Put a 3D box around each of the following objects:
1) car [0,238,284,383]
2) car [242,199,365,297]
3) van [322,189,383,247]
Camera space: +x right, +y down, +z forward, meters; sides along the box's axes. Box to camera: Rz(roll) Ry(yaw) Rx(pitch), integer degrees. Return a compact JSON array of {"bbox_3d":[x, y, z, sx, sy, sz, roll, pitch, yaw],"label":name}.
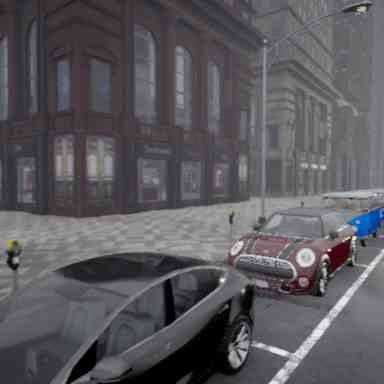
[{"bbox_3d":[-0.884,1.422,3.307,1.947,1.339,4.313,2,3,37],"label":"car"},{"bbox_3d":[2.499,1.140,7.809,1.967,1.590,4.097,2,3,37],"label":"car"},{"bbox_3d":[5.881,0.885,12.311,1.690,1.788,3.998,2,3,37],"label":"van"}]
